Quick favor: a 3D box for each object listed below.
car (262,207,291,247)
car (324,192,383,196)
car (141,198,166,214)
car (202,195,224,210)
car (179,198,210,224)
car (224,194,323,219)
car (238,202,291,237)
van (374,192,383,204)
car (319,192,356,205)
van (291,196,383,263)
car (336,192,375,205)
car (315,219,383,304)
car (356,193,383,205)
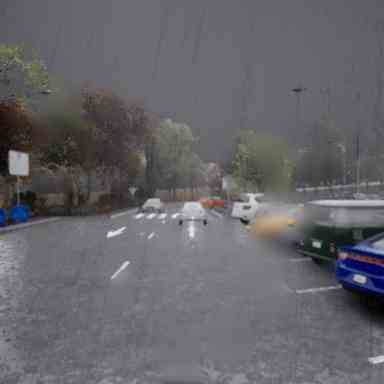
[{"bbox_3d":[5.371,1.468,12.885,4.674,1.452,2.002,1,1,-20],"label":"car"},{"bbox_3d":[18.321,1.079,37.922,2.435,2.045,5.566,0,1,-21],"label":"car"},{"bbox_3d":[-3.884,1.384,33.992,1.812,1.442,4.674,0,0,2],"label":"car"},{"bbox_3d":[2.668,1.180,40.114,2.097,1.767,4.553,0,0,36],"label":"car"},{"bbox_3d":[0.050,1.422,23.583,1.812,1.442,4.674,0,0,0],"label":"car"},{"bbox_3d":[5.370,1.138,21.918,5.566,2.045,2.435,1,0,-20],"label":"car"},{"bbox_3d":[5.186,1.410,15.826,5.366,1.575,1.946,1,1,-20],"label":"car"},{"bbox_3d":[32.964,1.042,55.395,1.878,1.987,4.442,0,0,-22],"label":"van"},{"bbox_3d":[23.928,1.012,55.069,2.435,2.045,5.566,0,0,-21],"label":"car"},{"bbox_3d":[5.480,1.217,9.926,4.442,1.987,1.878,1,0,-20],"label":"van"},{"bbox_3d":[26.988,1.013,55.109,2.435,2.045,5.566,1,-1,-22],"label":"car"},{"bbox_3d":[5.362,1.454,6.882,5.008,1.535,2.097,1,0,-20],"label":"car"},{"bbox_3d":[29.984,1.141,55.241,2.185,1.767,4.553,1,-1,-22],"label":"car"}]
